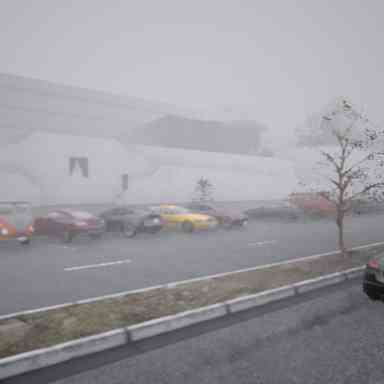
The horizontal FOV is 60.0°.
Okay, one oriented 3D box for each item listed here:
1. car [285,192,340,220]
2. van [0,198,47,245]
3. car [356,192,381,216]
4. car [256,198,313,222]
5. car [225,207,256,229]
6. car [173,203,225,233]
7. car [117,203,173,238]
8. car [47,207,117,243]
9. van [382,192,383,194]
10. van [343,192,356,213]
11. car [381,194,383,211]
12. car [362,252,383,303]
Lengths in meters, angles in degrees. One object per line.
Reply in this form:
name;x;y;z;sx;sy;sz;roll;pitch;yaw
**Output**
car;8.463;1.094;26.364;5.566;2.045;2.435;-1;0;35
van;-8.418;1.265;14.166;4.442;1.987;1.878;-1;-1;35
car;13.375;1.017;29.803;5.566;2.045;2.435;-1;-1;35
car;6.066;1.418;24.615;4.674;1.452;2.002;-1;0;35
car;1.229;1.464;21.138;4.792;1.488;2.163;-1;-1;35
car;-1.071;1.450;19.321;5.366;1.575;1.946;-1;-1;34
car;-3.685;1.505;17.701;4.792;1.488;2.163;-1;0;35
car;-6.087;1.524;15.950;4.674;1.452;2.002;-1;0;35
van;18.109;0.968;33.340;4.442;1.987;1.878;-1;0;35
van;11.020;1.080;28.021;4.442;1.987;1.878;-1;-1;35
car;15.786;1.231;31.540;4.892;1.521;2.231;-1;0;34
car;5.458;1.537;7.029;4.181;1.385;1.994;0;0;-36
